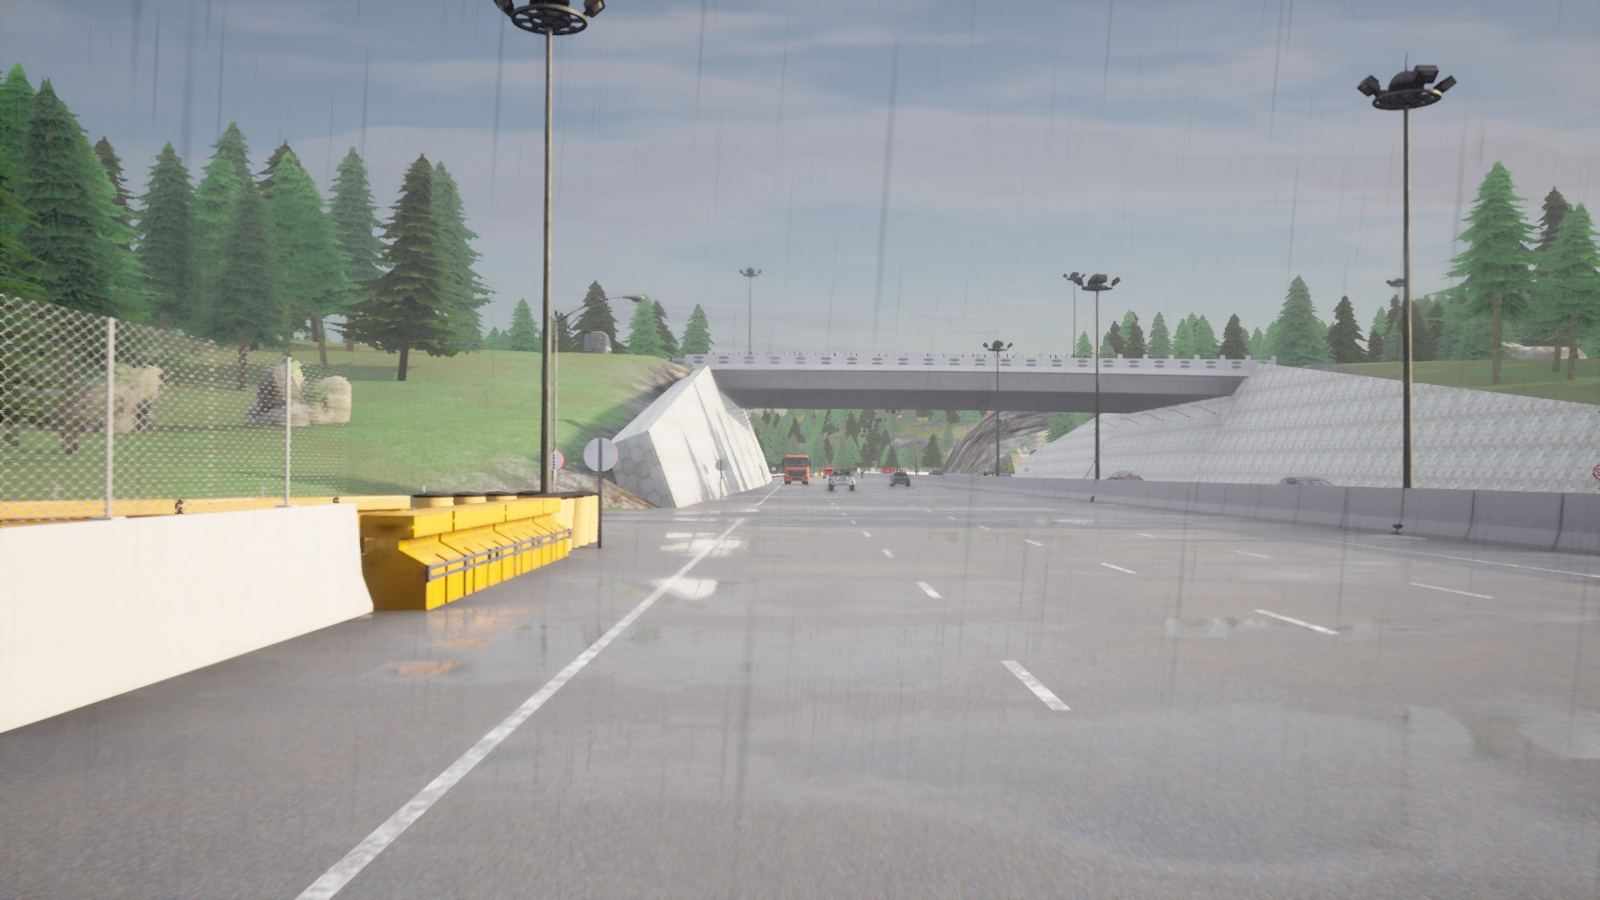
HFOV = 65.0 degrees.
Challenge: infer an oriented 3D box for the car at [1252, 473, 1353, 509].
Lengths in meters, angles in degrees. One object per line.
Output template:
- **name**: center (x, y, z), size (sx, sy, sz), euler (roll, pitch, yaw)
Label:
- **car**: center (20.873, 1.656, 52.426), size (2.033, 1.411, 5.357), euler (0, -1, 0)

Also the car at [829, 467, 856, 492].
- **car**: center (3.263, 2.251, 97.572), size (1.932, 1.855, 4.605), euler (0, -1, 0)

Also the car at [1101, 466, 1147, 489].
- **car**: center (24.271, 2.075, 94.340), size (2.152, 1.651, 5.027), euler (0, -1, 0)
